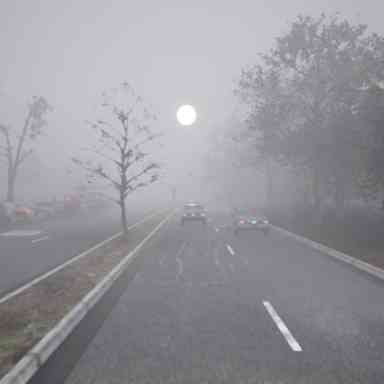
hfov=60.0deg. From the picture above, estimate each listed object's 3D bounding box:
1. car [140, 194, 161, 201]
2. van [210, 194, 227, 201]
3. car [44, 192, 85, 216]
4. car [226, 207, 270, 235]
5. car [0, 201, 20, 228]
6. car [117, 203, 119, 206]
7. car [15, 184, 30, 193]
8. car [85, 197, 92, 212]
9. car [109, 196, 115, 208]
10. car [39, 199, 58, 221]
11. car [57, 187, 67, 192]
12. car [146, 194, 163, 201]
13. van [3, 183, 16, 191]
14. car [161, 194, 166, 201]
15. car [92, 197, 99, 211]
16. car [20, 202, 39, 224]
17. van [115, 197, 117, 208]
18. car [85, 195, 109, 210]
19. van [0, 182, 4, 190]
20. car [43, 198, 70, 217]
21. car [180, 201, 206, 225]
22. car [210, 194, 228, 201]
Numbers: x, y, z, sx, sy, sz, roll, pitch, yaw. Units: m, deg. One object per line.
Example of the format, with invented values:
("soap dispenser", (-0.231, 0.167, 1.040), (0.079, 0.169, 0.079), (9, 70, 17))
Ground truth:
("car", (-11.447, 1.750, 88.915), (4.792, 1.488, 2.163), (-1, 0, -15))
("van", (7.280, 1.447, 91.513), (4.442, 1.987, 1.878), (1, 0, -14))
("car", (-13.819, 1.347, 33.046), (5.566, 2.045, 2.435), (-1, 0, -20))
("car", (3.102, 1.575, 19.156), (2.033, 1.411, 5.357), (0, 0, 0))
("car", (-13.771, 1.401, 21.062), (4.553, 1.767, 2.185), (-1, 0, -20))
("car", (-13.626, 1.597, 51.109), (4.553, 1.767, 2.185), (-1, 0, -19))
("car", (-40.200, -0.647, 79.904), (2.231, 1.521, 4.892), (6, -3, -19))
("car", (-13.959, 1.617, 35.995), (5.366, 1.575, 1.946), (-1, 0, -20))
("car", (-13.717, 1.429, 45.096), (5.566, 2.045, 2.435), (-1, -1, -20))
("car", (-13.803, 1.561, 27.057), (4.892, 1.521, 2.231), (-1, -1, -20))
("car", (-31.161, -0.081, 79.852), (2.435, 2.045, 5.566), (6, -3, -19))
("car", (-10.709, 1.618, 94.860), (4.553, 1.767, 2.185), (-1, -1, -14))
("van", (-43.145, -1.146, 79.847), (1.878, 1.987, 4.442), (6, -3, -19))
("car", (-10.803, 1.722, 91.908), (5.366, 1.575, 1.946), (-1, -1, -15))
("car", (-13.769, 1.679, 39.061), (4.674, 1.452, 2.002), (-1, 0, -20))
("car", (-13.832, 1.417, 24.048), (4.553, 1.767, 2.185), (-1, -1, -20))
("van", (-13.601, 1.475, 48.132), (4.442, 1.987, 1.878), (-1, -1, -19))
("car", (-13.789, 1.409, 42.060), (5.566, 2.045, 2.435), (-1, 0, -20))
("van", (-46.161, -1.419, 79.877), (1.878, 1.987, 4.442), (6, -3, -19))
("car", (-13.819, 1.607, 30.041), (4.792, 1.488, 2.163), (-1, 0, -20))
("car", (0.103, 1.601, 24.610), (2.033, 1.411, 5.357), (0, 0, 0))
("car", (7.664, 1.562, 94.482), (4.553, 1.767, 2.185), (1, 0, -14))
